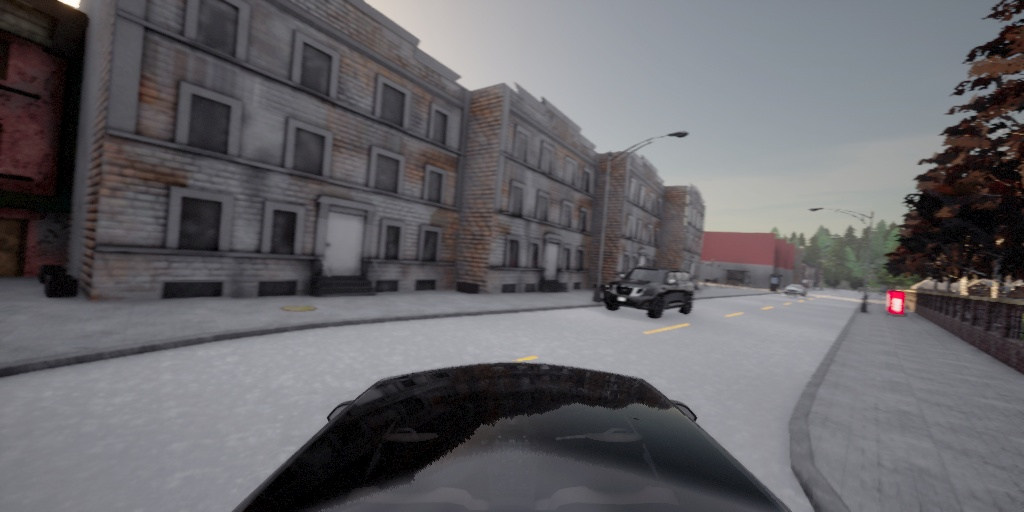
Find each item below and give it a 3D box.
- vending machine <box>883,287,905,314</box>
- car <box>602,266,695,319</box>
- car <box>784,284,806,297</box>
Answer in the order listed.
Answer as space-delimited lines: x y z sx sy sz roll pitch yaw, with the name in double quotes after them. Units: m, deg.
30.046 3.757 28.095 1.100 2.100 0.880 0 0 45 "vending machine"
6.275 1.503 15.980 2.150 2.045 5.566 5 0 45 "car"
37.105 4.466 46.914 4.674 1.442 1.812 5 0 -45 "car"
